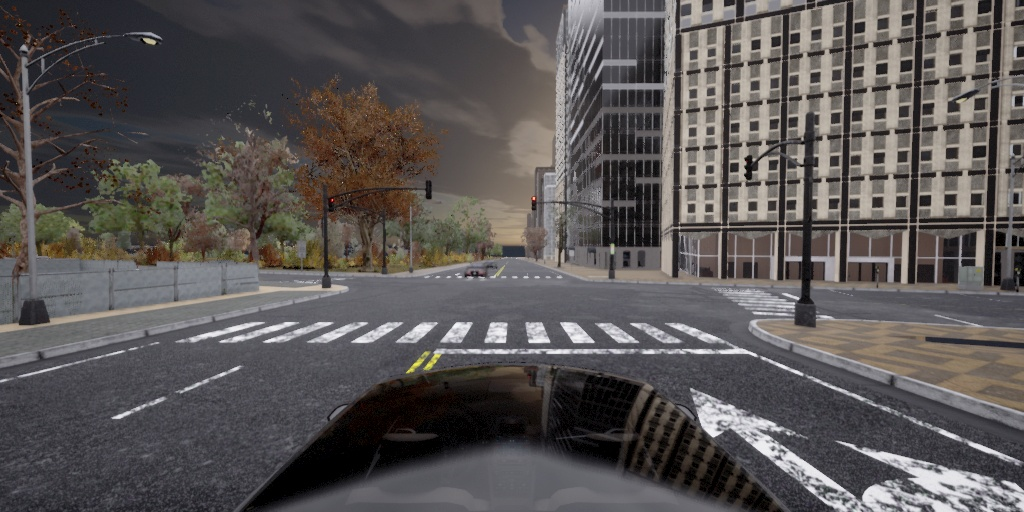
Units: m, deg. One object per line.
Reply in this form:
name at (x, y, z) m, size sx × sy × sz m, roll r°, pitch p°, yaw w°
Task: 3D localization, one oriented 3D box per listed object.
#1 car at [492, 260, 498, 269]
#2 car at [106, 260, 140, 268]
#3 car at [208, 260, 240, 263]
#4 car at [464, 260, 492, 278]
car at (-3.183, 1.313, 53.921) m, size 1.994 × 1.385 × 4.181 m, roll 0°, pitch 0°, yaw 0°
car at (-38.910, 1.059, 35.251) m, size 4.718 × 1.301 × 1.895 m, roll 0°, pitch 2°, yaw 21°
car at (-23.340, 1.085, 29.331) m, size 4.902 × 1.511 × 2.128 m, roll 1°, pitch 2°, yaw 21°
car at (-3.210, 1.330, 32.947) m, size 1.994 × 1.385 × 4.181 m, roll 0°, pitch 0°, yaw 0°
